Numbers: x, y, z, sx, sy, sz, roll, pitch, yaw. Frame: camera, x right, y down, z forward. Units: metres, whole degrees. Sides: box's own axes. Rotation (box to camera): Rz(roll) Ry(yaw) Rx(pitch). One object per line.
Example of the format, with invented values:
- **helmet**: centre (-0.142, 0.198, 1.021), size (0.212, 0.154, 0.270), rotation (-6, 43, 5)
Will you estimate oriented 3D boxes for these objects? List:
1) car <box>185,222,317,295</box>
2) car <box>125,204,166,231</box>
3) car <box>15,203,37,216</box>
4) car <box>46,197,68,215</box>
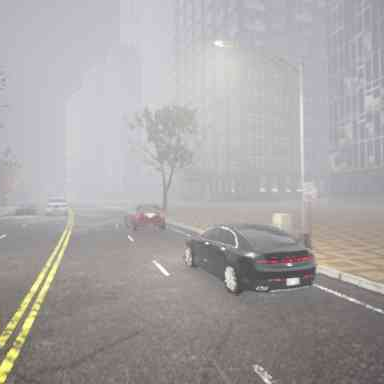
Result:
- **car**: centre (1.254, 1.581, 9.083), size (1.837, 1.490, 4.892), rotation (0, 0, -20)
- **car**: centre (-3.283, 1.565, 22.731), size (2.097, 1.767, 4.553), rotation (0, -1, -18)
- **car**: centre (-19.134, 1.995, 38.571), size (1.994, 1.385, 4.181), rotation (0, -1, -20)
- **car**: centre (-16.075, 1.652, 39.669), size (2.150, 2.045, 5.566), rotation (0, -1, -20)
